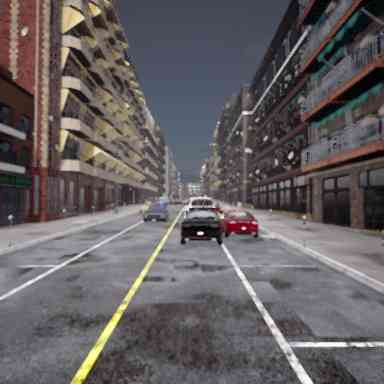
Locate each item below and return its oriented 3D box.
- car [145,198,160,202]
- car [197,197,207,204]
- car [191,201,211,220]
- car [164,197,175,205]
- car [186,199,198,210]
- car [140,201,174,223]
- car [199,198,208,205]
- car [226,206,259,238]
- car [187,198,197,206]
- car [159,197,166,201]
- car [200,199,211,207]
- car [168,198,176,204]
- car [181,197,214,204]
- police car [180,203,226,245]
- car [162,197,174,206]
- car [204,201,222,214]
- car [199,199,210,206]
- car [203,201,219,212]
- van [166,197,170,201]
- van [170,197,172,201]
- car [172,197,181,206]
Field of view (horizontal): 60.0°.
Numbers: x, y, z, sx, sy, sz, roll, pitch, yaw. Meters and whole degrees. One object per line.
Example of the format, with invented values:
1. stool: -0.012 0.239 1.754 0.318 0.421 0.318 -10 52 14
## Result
1. car: -5.319 1.860 40.690 1.752 1.417 4.829 2 -1 0
2. car: 2.505 2.106 85.049 2.192 1.841 5.009 1 -1 0
3. car: 0.806 1.716 32.541 1.801 1.575 5.366 0 -1 0
4. car: -5.338 2.045 79.573 2.192 1.841 5.009 1 -1 0
5. car: -0.031 1.954 52.890 1.837 1.490 4.892 0 -1 0
6. car: -2.865 1.766 27.738 2.033 1.411 5.357 0 0 0
7. car: 2.550 2.108 73.986 1.967 1.590 4.097 1 -1 0
8. car: 2.573 1.687 18.680 1.887 1.381 4.507 1 0 0
9. car: -0.040 2.062 67.894 1.882 1.535 5.008 0 -1 0
10. car: -5.317 1.702 46.393 2.192 1.841 5.009 2 -1 0
11. car: 2.547 2.095 62.924 1.887 1.381 4.507 1 -1 0
12. car: -5.351 2.422 90.632 1.947 1.339 4.313 1 -1 0
13. car: 0.556 1.430 26.321 2.150 2.045 5.566 0 0 -4
14. police car: 0.563 1.551 16.532 1.930 1.638 5.238 0 -1 5
15. car: -5.335 1.984 74.043 2.192 1.841 5.009 1 -1 0
16. car: 2.560 1.880 40.801 1.887 1.381 4.507 1 -1 0
17. car: 2.544 2.153 68.454 1.887 1.381 4.507 1 -1 0
18. car: 2.556 1.937 46.333 2.008 1.369 4.403 1 -1 0
19. van: -5.325 1.835 57.451 1.690 1.788 3.998 2 -1 0
20. van: -5.329 1.892 62.983 1.690 1.788 3.998 1 -1 0
21. car: -2.791 2.200 68.248 1.895 1.301 4.718 0 -1 0
